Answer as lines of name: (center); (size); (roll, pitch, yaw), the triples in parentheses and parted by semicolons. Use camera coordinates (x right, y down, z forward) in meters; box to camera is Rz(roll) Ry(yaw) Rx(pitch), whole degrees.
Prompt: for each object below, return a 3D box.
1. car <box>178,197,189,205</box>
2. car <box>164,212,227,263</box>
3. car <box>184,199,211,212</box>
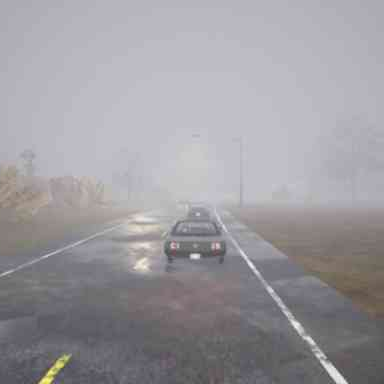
car: (-1.296, 1.650, 59.832); (2.033, 1.411, 5.357); (0, 0, 5)
car: (0.160, 1.624, 12.057); (1.895, 1.301, 4.718); (0, 0, 2)
car: (0.592, 1.578, 28.321); (1.812, 1.442, 4.674); (0, 0, 2)
